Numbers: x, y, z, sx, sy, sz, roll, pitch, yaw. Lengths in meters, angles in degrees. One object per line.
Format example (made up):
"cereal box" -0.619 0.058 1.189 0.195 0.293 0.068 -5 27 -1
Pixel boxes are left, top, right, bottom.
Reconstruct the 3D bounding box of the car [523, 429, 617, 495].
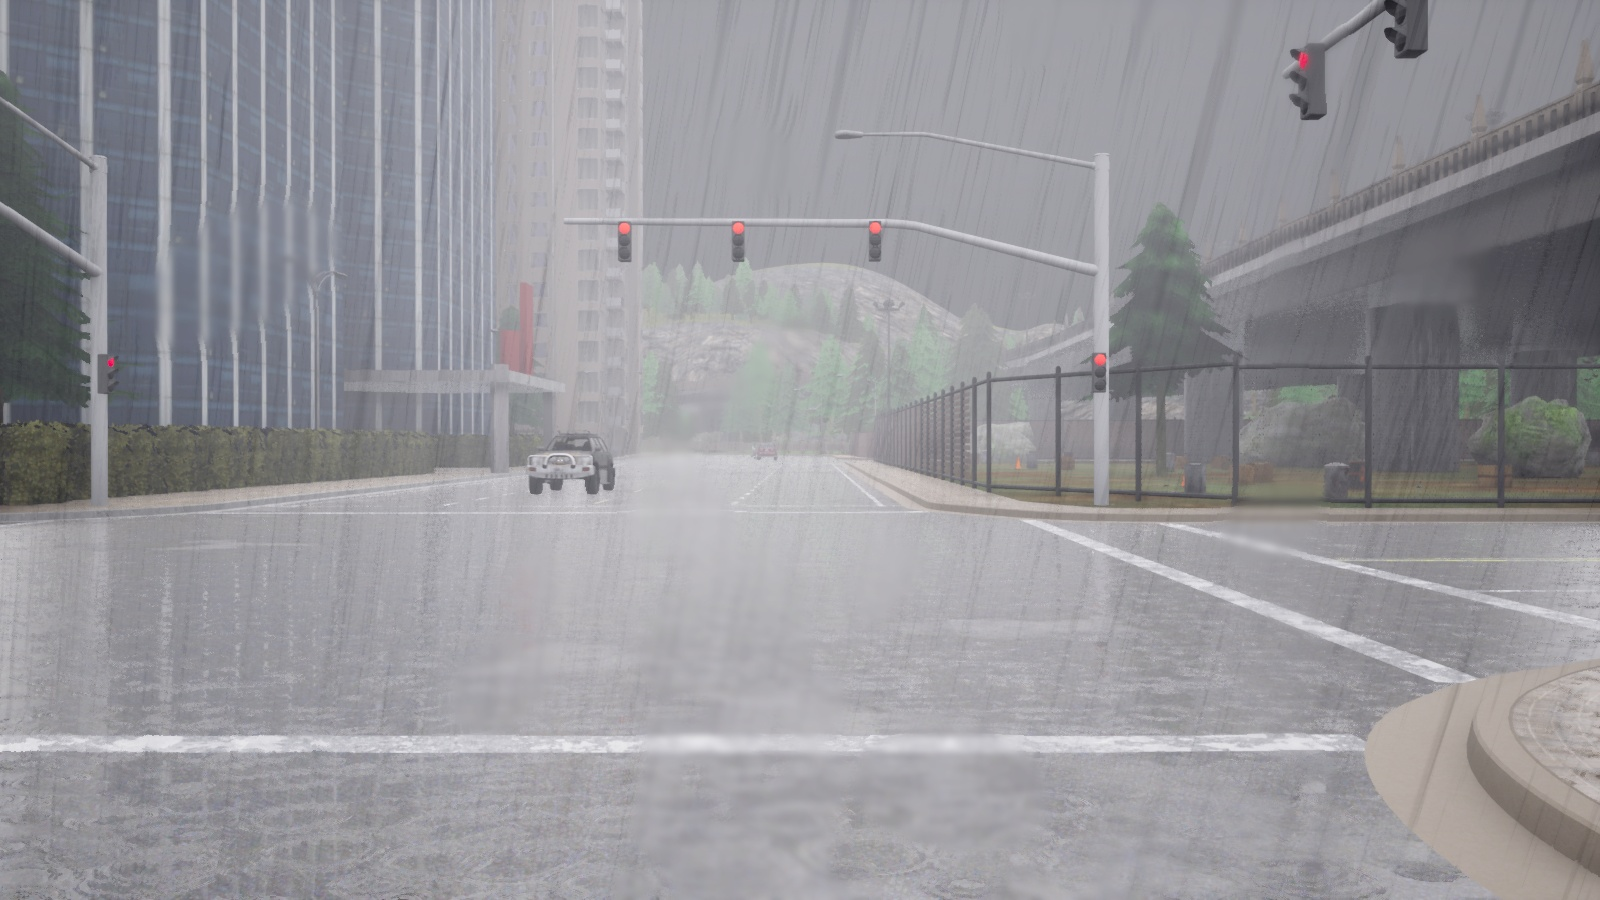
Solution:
"car" -6.771 0.349 37.458 1.932 1.855 4.605 0 0 0
